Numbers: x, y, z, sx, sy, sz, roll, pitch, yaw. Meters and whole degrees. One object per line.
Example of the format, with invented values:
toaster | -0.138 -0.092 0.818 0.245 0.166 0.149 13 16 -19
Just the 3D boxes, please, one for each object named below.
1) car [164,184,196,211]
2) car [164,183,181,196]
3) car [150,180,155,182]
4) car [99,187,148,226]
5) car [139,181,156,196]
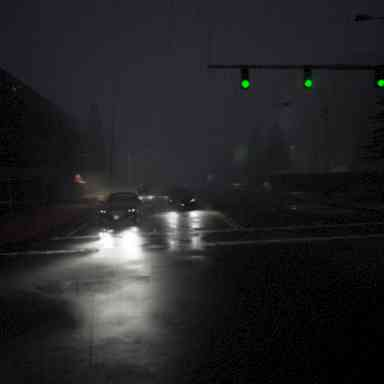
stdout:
car | -0.827 0.439 23.544 1.812 1.442 4.674 -2 3 -5
car | -2.490 -0.314 41.755 1.994 1.385 4.181 -2 3 -5
car | -8.353 -1.600 68.120 1.837 1.490 4.892 -2 3 -5
car | -3.683 0.780 17.585 2.128 1.511 4.902 -2 3 -5
car | -5.979 -0.250 42.435 2.033 1.411 5.357 -2 3 -5
